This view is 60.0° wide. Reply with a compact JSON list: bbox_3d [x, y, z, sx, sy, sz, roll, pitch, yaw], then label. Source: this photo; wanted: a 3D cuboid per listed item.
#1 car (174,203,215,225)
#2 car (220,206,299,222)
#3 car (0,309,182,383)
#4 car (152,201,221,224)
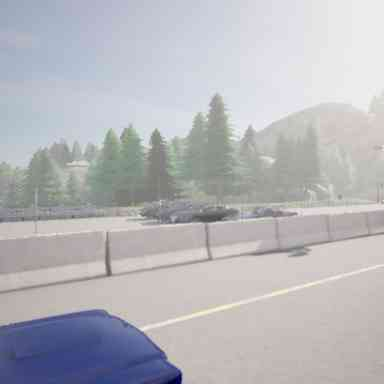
[{"bbox_3d":[0.862,1.479,21.704,4.902,1.511,2.128,0,0,-35],"label":"car"},{"bbox_3d":[4.207,1.532,19.771,5.357,1.411,2.033,0,0,-35],"label":"car"},{"bbox_3d":[-2.328,1.602,2.084,4.718,1.301,1.895,0,0,-35],"label":"car"},{"bbox_3d":[-0.360,1.478,25.119,4.902,1.511,2.128,0,0,-35],"label":"car"}]
